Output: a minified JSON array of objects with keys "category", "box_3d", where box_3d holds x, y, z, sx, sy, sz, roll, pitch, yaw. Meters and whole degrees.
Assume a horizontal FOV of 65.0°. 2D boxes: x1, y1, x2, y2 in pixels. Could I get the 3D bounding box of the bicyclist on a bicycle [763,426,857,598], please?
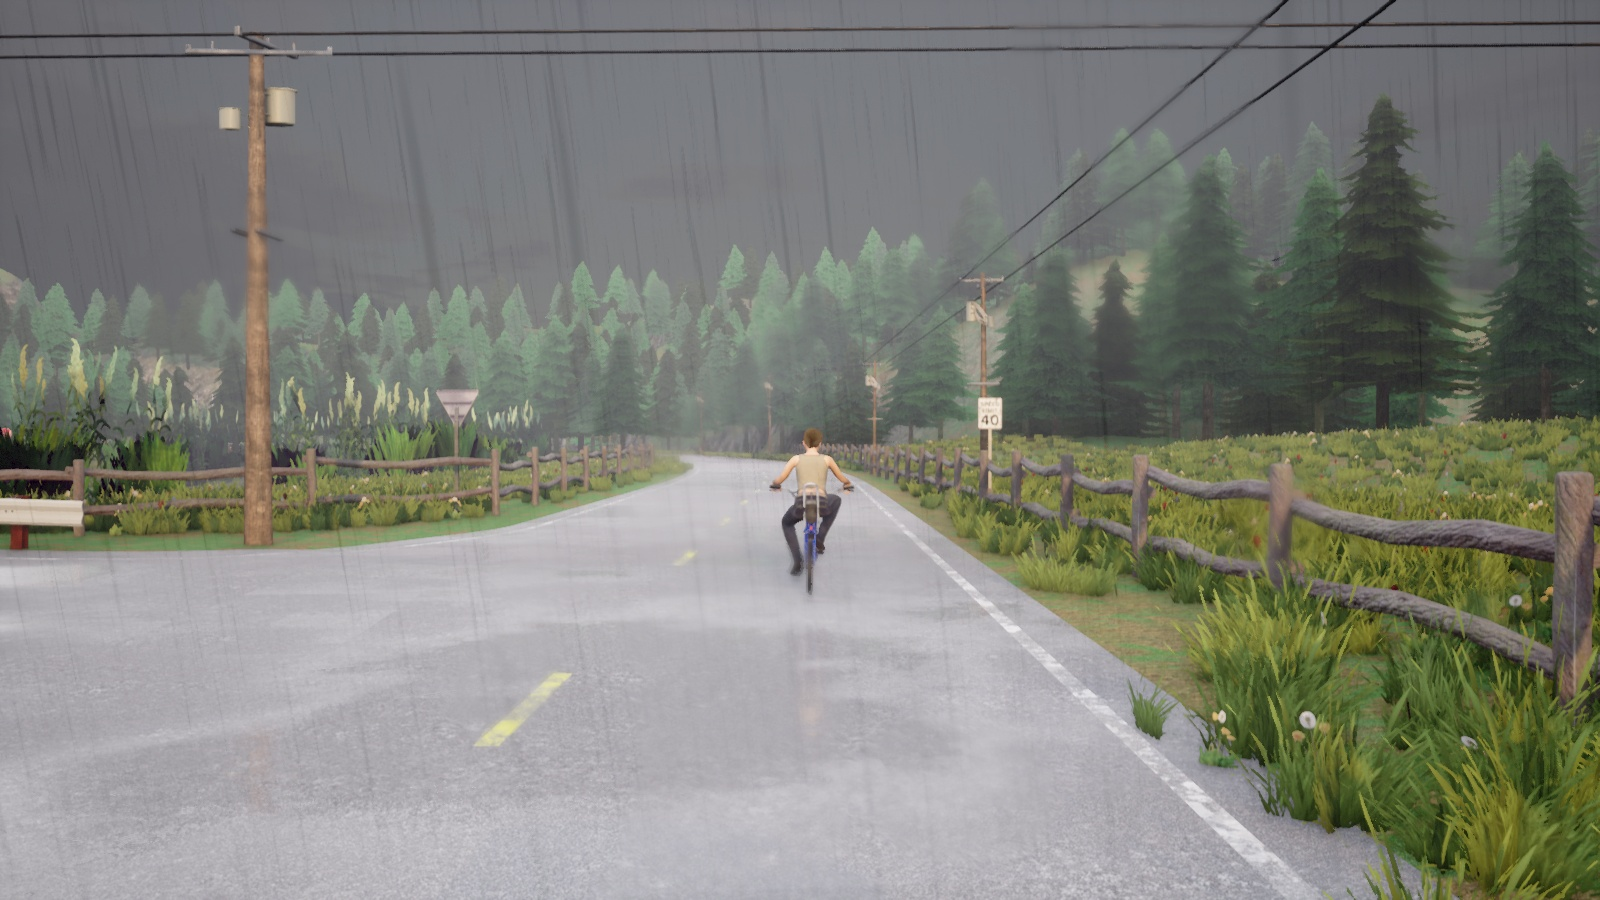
[{"category":"bicyclist on a bicycle","box_3d":[0.107,0.593,12.567,0.866,1.612,1.509,1,-1,1]}]
